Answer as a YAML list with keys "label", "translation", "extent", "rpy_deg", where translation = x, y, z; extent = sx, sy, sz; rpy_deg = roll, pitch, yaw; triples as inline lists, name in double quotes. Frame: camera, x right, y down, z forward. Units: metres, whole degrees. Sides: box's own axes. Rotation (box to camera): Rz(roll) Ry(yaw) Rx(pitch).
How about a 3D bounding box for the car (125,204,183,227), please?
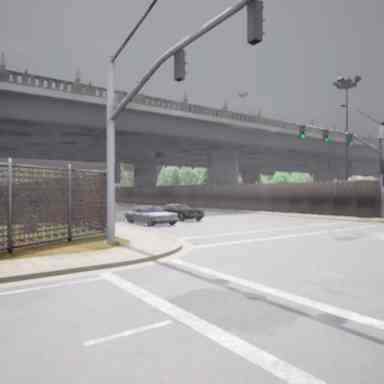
- label: "car"
  translation: [-2.866, 1.623, 23.081]
  extent: [1.895, 1.301, 4.718]
  rpy_deg: [0, 0, -36]

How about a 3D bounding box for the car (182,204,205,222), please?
- label: "car"
  translation: [-1.029, 1.613, 26.533]
  extent: [1.895, 1.301, 4.718]
  rpy_deg: [0, 0, -36]
